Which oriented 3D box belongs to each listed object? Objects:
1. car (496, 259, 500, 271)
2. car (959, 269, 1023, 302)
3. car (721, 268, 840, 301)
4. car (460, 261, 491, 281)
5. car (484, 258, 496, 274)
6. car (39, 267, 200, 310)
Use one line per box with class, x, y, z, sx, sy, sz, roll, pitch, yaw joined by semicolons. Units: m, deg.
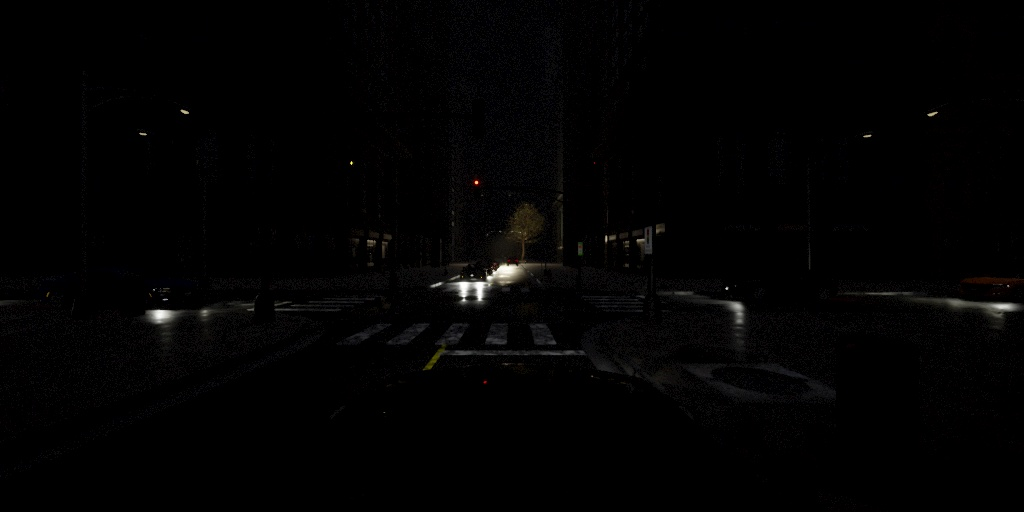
car;-3.060;1.116;48.300;2.097;1.767;4.553;0;0;0
car;24.376;1.305;16.969;5.008;1.535;1.882;0;0;0
car;12.595;1.297;16.984;4.892;1.490;1.837;0;0;0
car;-3.082;1.314;29.584;1.994;1.385;4.181;0;0;0
car;-3.077;1.232;38.654;1.882;1.535;5.008;0;0;0
car;-14.903;1.177;13.799;5.008;1.535;1.882;0;0;2
